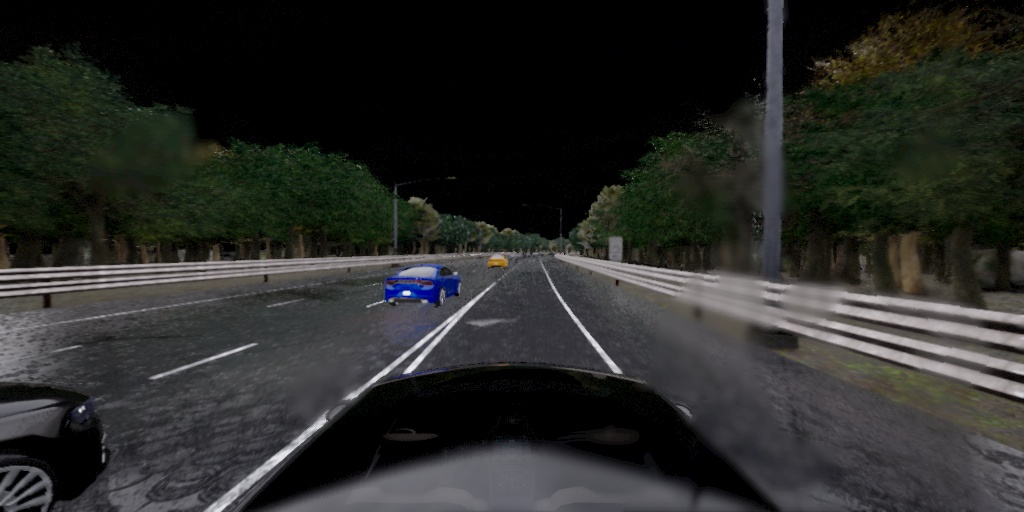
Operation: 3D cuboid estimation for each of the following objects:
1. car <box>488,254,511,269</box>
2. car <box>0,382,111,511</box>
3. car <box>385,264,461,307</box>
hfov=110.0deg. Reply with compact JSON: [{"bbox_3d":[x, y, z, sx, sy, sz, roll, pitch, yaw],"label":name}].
[{"bbox_3d":[-1.581,0.641,41.594,1.882,1.535,5.008,0,1,4],"label":"car"},{"bbox_3d":[-4.194,1.239,0.764,2.128,1.511,4.902,0,1,4],"label":"car"},{"bbox_3d":[-3.327,1.048,14.313,1.882,1.535,5.008,0,1,4],"label":"car"}]
